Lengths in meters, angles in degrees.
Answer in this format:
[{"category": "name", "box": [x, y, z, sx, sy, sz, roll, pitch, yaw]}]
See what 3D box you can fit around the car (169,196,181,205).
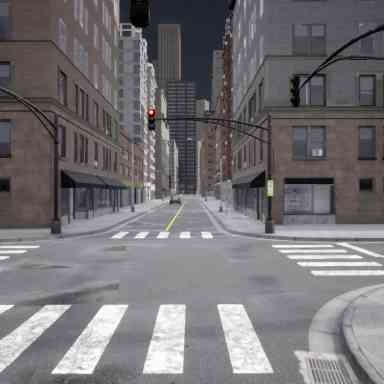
[{"category": "car", "box": [-2.977, 1.458, 59.647, 1.882, 1.535, 5.008, 0, 0, 0]}]
